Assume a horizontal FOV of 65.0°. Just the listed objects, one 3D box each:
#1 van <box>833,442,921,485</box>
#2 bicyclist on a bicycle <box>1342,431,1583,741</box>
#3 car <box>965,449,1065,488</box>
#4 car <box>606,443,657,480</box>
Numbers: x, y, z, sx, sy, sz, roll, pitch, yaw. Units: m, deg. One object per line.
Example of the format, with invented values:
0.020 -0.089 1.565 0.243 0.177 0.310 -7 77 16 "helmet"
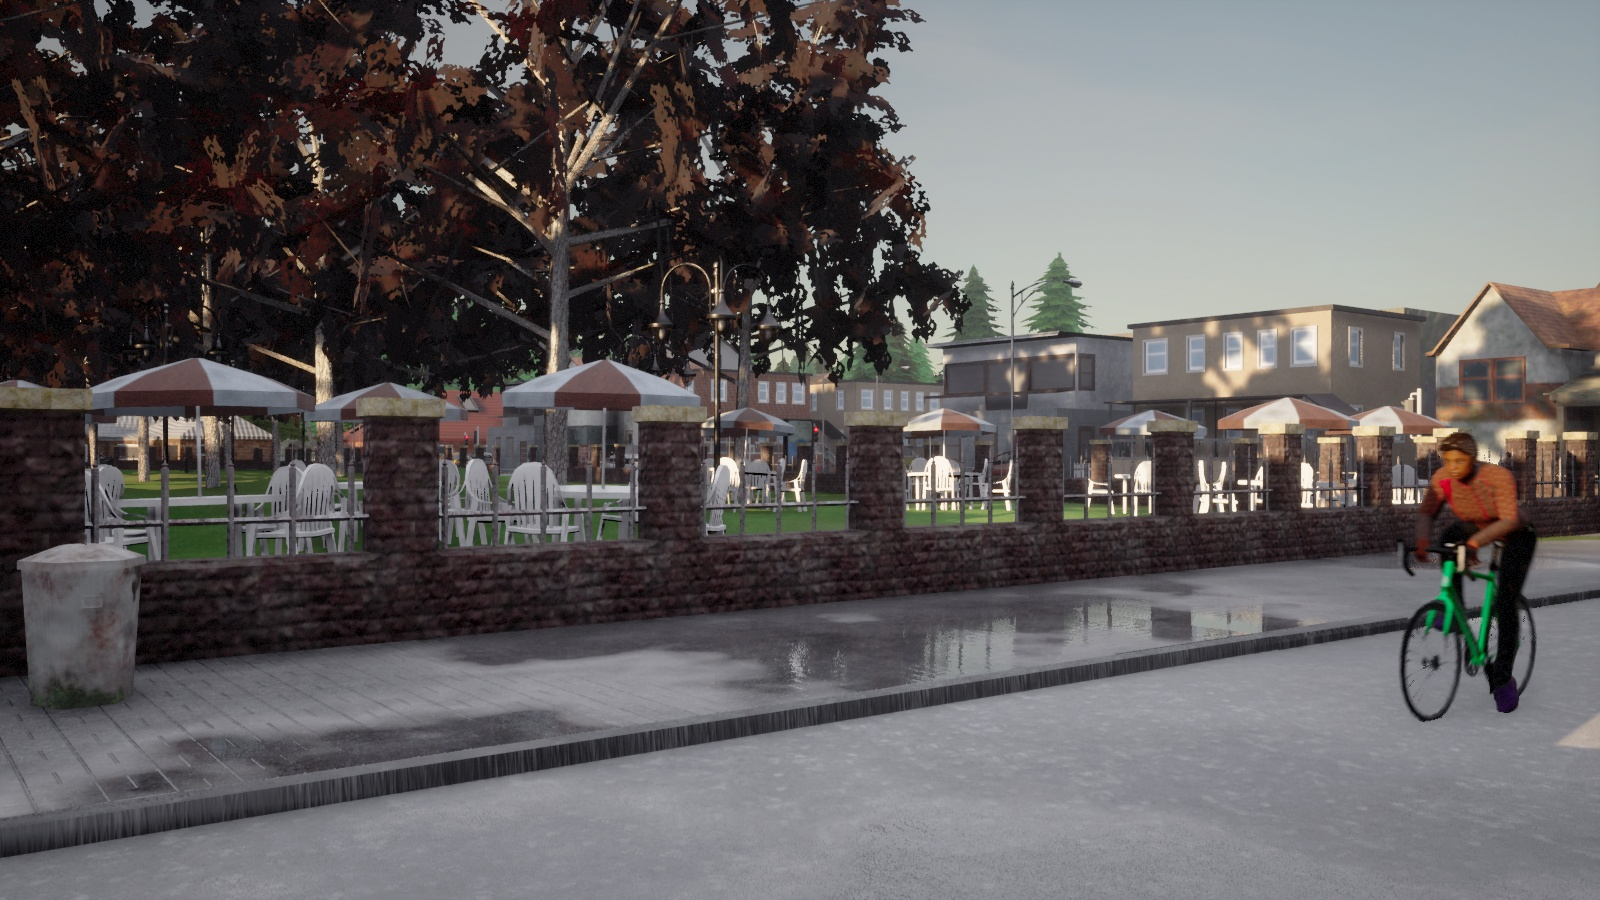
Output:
3.654 0.638 60.519 1.775 1.987 4.442 0 0 -37 "van"
3.867 0.707 7.286 1.656 1.620 0.582 0 0 -37 "bicyclist on a bicycle"
9.083 0.754 53.352 1.851 1.617 3.988 0 0 -37 "car"
-9.787 0.665 73.524 2.150 2.045 5.566 -1 0 1 "car"
